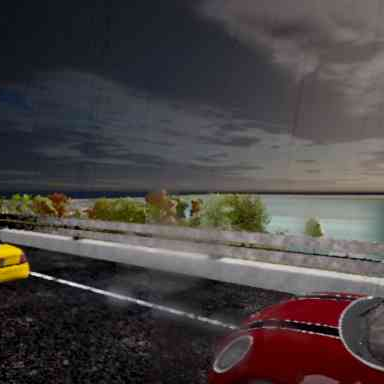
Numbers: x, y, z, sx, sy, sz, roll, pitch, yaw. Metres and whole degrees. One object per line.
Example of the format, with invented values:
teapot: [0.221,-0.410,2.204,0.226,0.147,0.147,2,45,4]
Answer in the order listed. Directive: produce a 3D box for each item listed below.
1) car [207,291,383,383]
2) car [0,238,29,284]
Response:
car: [2.322,1.354,2.344,4.553,1.767,2.097,0,0,35]
car: [-6.166,1.458,8.300,5.366,1.575,1.801,0,0,36]
